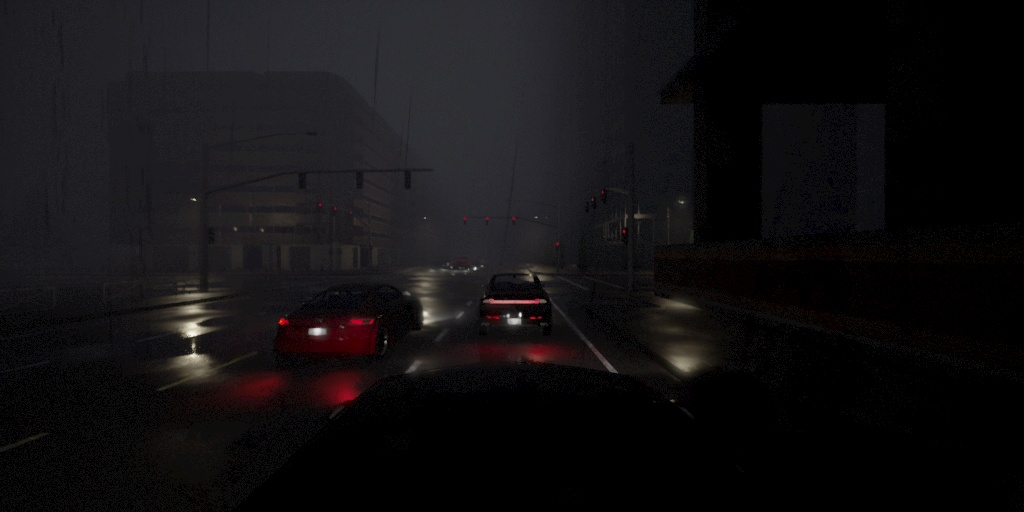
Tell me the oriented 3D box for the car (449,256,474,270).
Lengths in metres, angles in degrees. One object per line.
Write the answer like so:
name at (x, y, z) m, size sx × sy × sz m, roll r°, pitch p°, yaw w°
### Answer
car at (-7.405, 0.948, 52.787) m, size 2.150 × 2.045 × 5.566 m, roll 0°, pitch 0°, yaw 1°

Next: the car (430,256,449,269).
car at (-10.873, 0.946, 54.787) m, size 2.150 × 2.045 × 5.566 m, roll 0°, pitch 0°, yaw 0°

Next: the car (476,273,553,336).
car at (0.072, 1.237, 10.393) m, size 2.128 × 1.511 × 4.902 m, roll 0°, pitch 0°, yaw 0°

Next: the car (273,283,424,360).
car at (-3.439, 1.311, 8.375) m, size 1.994 × 1.385 × 4.181 m, roll 0°, pitch 0°, yaw 0°
